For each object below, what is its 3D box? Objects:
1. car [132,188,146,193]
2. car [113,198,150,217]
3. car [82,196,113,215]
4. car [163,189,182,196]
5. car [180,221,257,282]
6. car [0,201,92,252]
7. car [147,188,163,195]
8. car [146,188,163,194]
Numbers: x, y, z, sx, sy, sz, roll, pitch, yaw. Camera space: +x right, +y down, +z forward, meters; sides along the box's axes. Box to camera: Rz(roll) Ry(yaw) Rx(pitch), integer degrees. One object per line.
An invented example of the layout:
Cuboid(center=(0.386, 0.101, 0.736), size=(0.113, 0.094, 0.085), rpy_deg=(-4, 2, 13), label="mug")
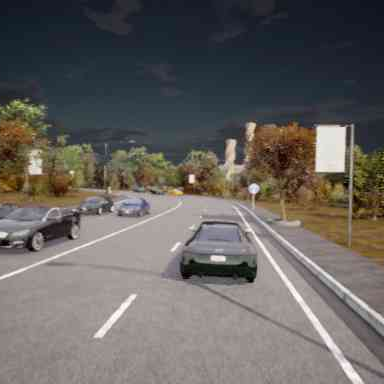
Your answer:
Cuboid(center=(-13.609, -0.471, 85.409), size=(1.994, 1.385, 4.181), rpy_deg=(1, 1, -42), label="car")
Cuboid(center=(-4.657, 1.213, 27.363), size=(1.812, 1.442, 4.674), rpy_deg=(2, 1, 5), label="car")
Cuboid(center=(-8.076, 1.090, 28.304), size=(1.837, 1.490, 4.892), rpy_deg=(2, 1, 6), label="car")
Cuboid(center=(-4.095, 0.053, 77.590), size=(1.882, 1.535, 5.008), rpy_deg=(1, 1, -32), label="car")
Cuboid(center=(0.814, 1.555, 9.921), size=(1.994, 1.385, 4.181), rpy_deg=(2, 0, 5), label="car")
Cuboid(center=(-6.022, 1.283, 13.010), size=(2.128, 1.511, 4.902), rpy_deg=(2, 0, 5), label="car")
Cuboid(center=(-8.005, -0.011, 77.375), size=(1.994, 1.385, 4.181), rpy_deg=(1, 1, -32), label="car")
Cuboid(center=(-9.806, -0.357, 86.311), size=(1.895, 1.301, 4.718), rpy_deg=(1, 1, -42), label="car")
